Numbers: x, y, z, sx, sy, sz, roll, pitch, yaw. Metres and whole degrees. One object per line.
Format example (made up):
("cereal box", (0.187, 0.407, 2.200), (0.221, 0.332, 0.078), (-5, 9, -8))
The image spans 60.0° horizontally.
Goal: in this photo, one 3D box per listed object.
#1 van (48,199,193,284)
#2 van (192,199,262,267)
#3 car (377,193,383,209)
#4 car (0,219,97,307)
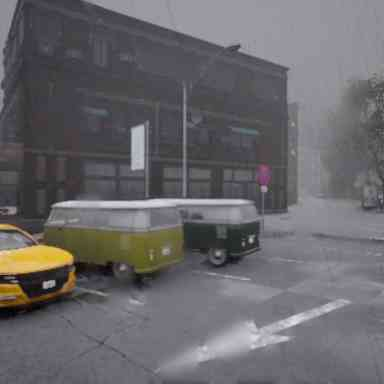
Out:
("van", (-2.434, 1.241, 9.427), (4.442, 1.987, 1.878), (-1, 0, 34))
("van", (-0.019, 1.224, 11.209), (4.442, 1.987, 1.878), (-1, 0, 34))
("car", (21.687, 0.945, 37.975), (2.097, 1.767, 4.553), (0, 2, 4))
("car", (-4.743, 1.483, 7.594), (5.008, 1.535, 2.097), (-1, -1, 34))
